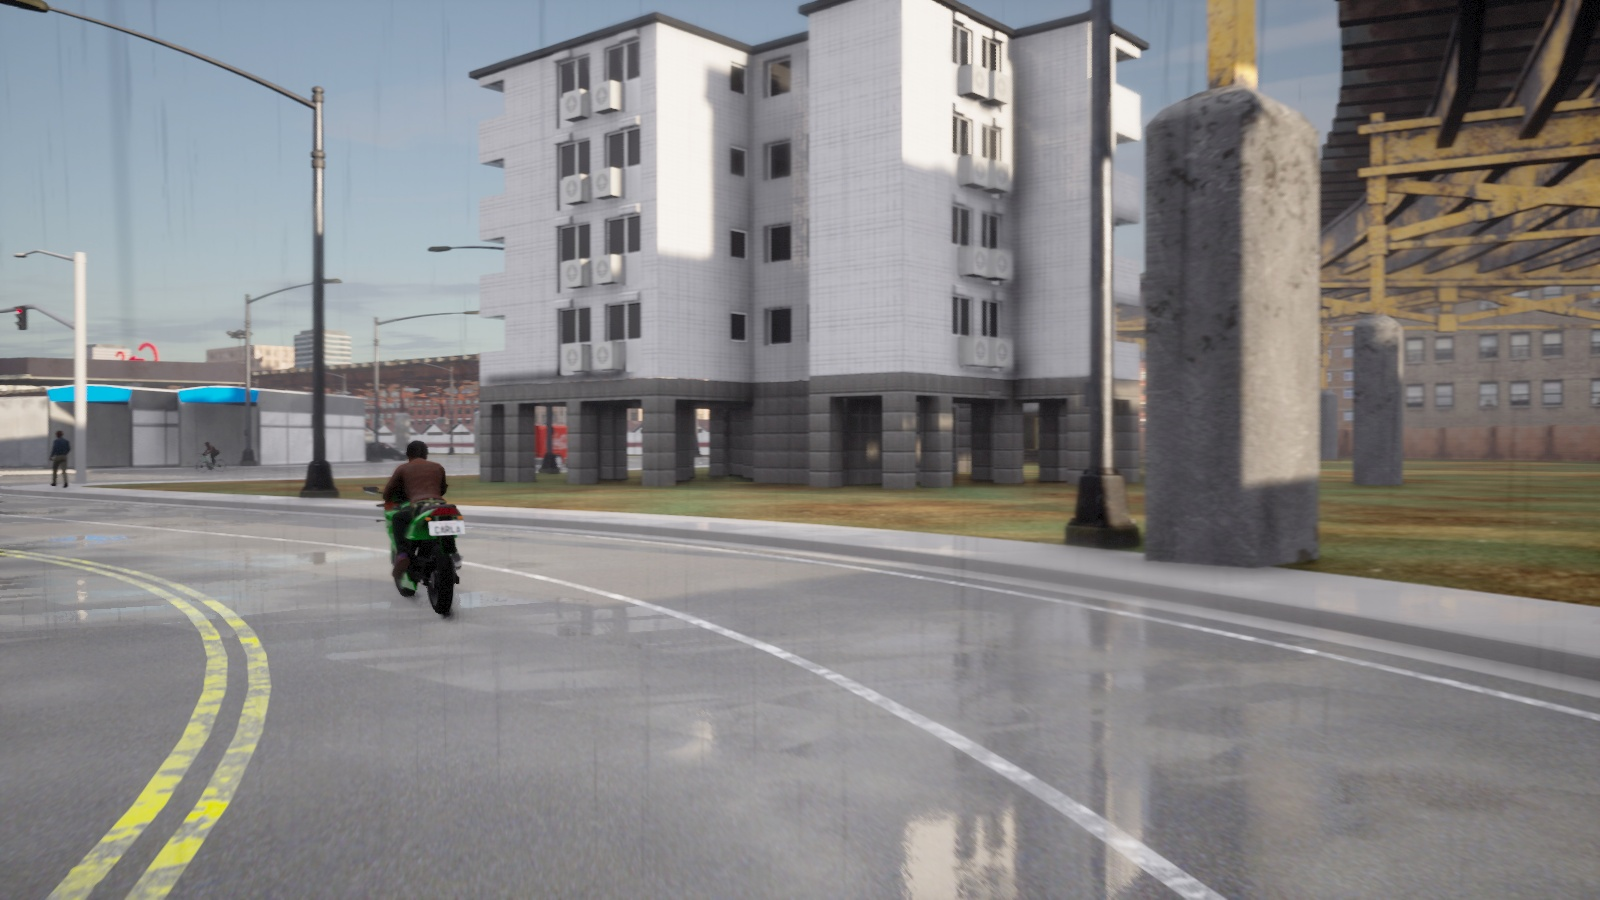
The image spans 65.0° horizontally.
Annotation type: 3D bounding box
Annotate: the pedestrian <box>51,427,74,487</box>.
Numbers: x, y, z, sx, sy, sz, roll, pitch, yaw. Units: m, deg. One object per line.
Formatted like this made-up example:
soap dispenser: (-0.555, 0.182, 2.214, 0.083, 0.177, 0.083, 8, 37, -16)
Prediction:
pedestrian: (-22.905, 0.204, 38.984, 0.726, 1.835, 0.370, 0, 0, 39)

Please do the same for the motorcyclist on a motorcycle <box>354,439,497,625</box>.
motorcyclist on a motorcycle: (-3.433, 0.667, 11.384, 0.797, 1.523, 2.044, -1, 1, -29)

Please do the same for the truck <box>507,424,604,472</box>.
truck: (-13.232, -0.117, 68.374, 2.627, 2.467, 5.204, 0, 0, 25)
